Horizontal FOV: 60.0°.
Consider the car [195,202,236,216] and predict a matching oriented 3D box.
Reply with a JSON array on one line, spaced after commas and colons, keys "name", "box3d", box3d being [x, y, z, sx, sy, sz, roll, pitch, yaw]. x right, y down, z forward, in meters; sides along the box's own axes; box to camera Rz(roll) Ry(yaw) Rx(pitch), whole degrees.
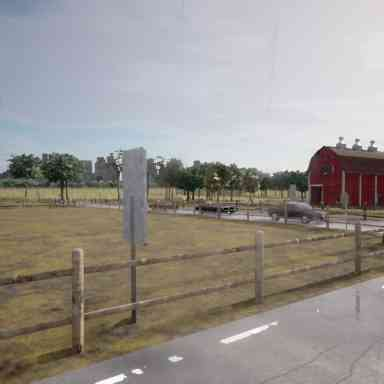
[{"name": "car", "box3d": [2.357, 1.698, 34.386, 1.895, 1.301, 4.718, -1, 0, -35]}]

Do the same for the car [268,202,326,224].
[{"name": "car", "box3d": [8.206, 1.575, 26.111, 1.837, 1.490, 4.892, -1, 0, -35]}]

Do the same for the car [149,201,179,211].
[{"name": "car", "box3d": [-3.617, 1.762, 42.847, 1.895, 1.301, 4.718, -1, 0, -35]}]
